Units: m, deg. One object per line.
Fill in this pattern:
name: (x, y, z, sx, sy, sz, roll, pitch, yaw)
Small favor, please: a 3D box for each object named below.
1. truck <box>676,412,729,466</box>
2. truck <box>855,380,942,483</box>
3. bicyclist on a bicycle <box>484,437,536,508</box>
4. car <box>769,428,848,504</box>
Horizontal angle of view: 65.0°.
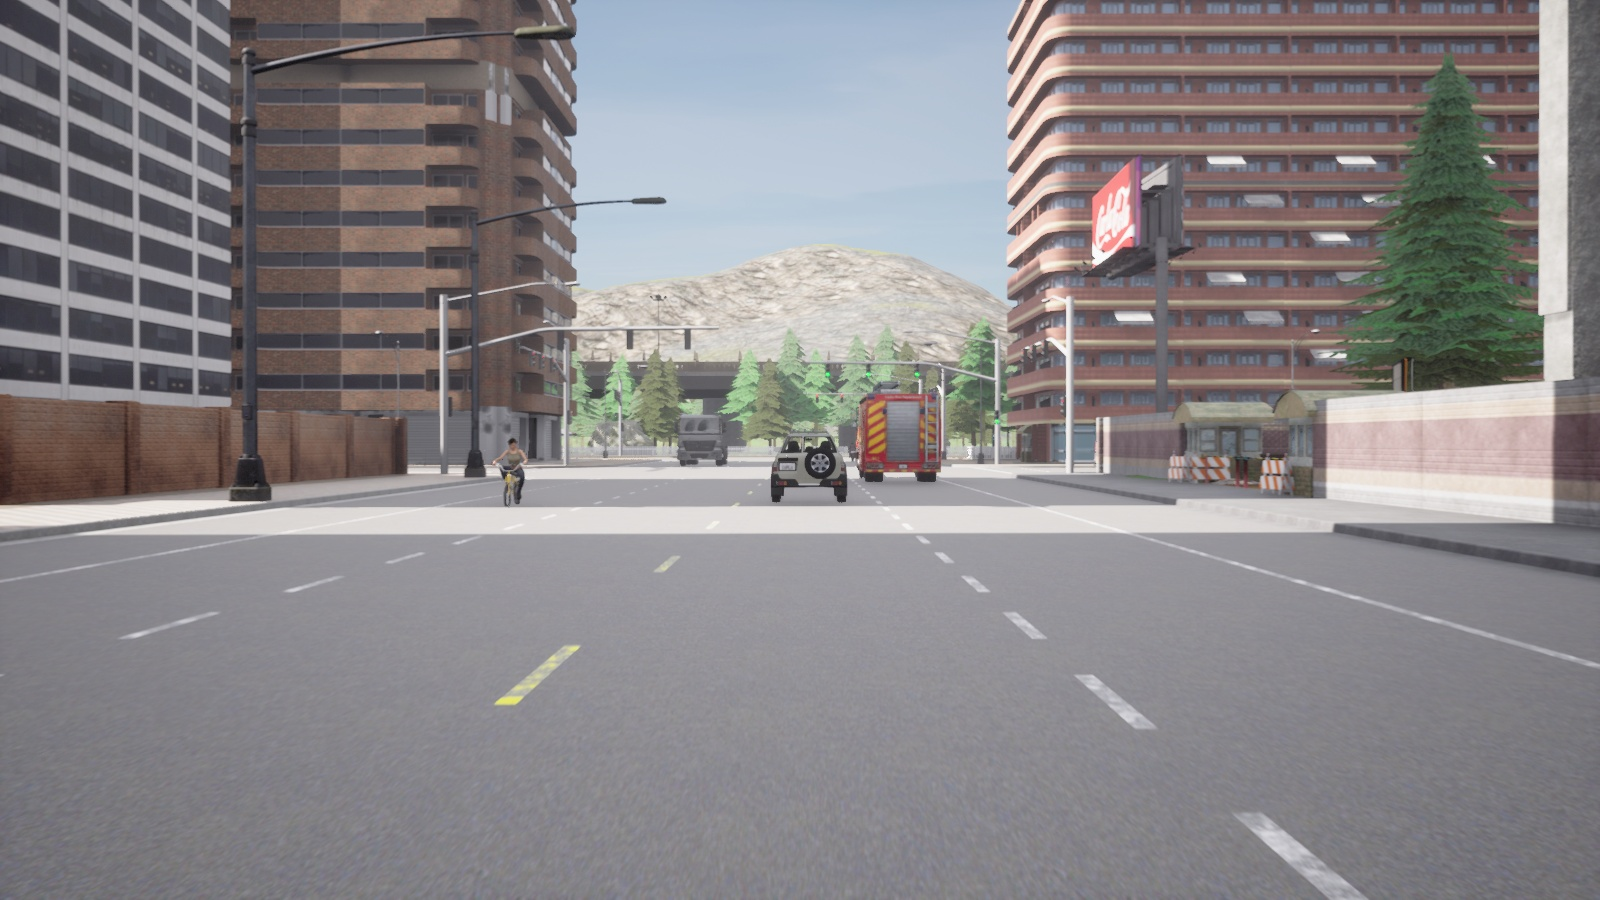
truck: (-6.433, -0.715, 84.204, 2.891, 3.462, 7.936, 0, 0, 0)
truck: (3.849, -0.702, 50.982, 2.891, 3.827, 8.468, 0, 0, 0)
bicyclist on a bicycle: (-6.788, 0.512, 29.436, 0.866, 1.612, 1.509, 0, 0, 1)
car: (0.230, 0.378, 32.910, 1.932, 1.855, 4.605, 0, 0, 0)
